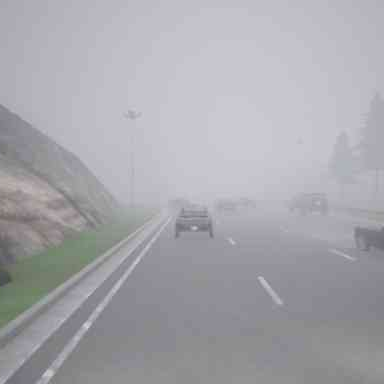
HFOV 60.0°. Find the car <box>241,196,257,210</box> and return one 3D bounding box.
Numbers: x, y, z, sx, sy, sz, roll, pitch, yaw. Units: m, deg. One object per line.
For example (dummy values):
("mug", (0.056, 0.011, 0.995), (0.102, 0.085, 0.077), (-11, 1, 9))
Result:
("car", (6.216, 1.291, 39.853), (1.837, 1.490, 4.892), (2, 0, -11))

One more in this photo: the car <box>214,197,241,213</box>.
("car", (3.357, 1.290, 34.742), (1.882, 1.535, 5.008), (0, 0, -4))

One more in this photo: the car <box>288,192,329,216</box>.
("car", (10.576, 1.057, 30.530), (2.150, 2.045, 5.566), (0, 0, -1))

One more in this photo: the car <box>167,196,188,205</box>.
("car", (-1.728, 1.251, 42.017), (1.882, 1.535, 5.008), (1, 0, -17))

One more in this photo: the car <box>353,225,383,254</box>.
("car", (7.103, 1.543, 10.642), (1.895, 1.301, 4.718), (0, 0, 0))

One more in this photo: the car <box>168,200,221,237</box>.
("car", (0.104, 1.398, 17.213), (2.128, 1.511, 4.902), (0, 0, 0))
